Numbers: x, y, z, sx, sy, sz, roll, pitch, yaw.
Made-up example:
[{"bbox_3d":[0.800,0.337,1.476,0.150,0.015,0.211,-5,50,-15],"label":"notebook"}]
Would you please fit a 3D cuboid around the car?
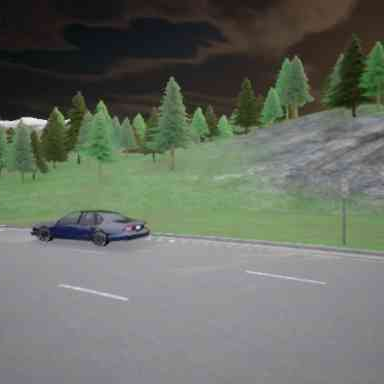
[{"bbox_3d":[-4.468,1.475,14.442,5.357,1.411,2.033,0,0,24],"label":"car"}]
